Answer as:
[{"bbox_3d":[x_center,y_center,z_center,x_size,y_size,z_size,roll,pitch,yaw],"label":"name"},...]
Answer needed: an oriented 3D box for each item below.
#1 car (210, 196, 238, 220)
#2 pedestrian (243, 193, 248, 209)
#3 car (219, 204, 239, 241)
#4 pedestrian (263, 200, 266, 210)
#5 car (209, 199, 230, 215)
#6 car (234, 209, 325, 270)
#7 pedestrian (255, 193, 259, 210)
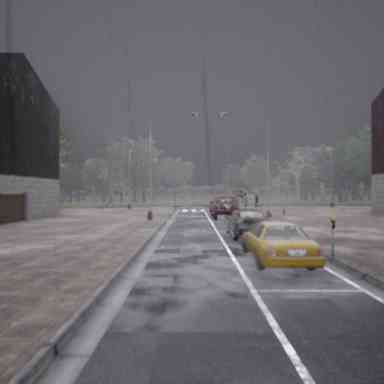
[{"bbox_3d":[2.629,1.218,27.107,2.192,1.841,5.009,0,0,0],"label":"car"},{"bbox_3d":[6.000,1.013,37.285,0.375,1.860,0.375,0,0,0],"label":"pedestrian"},{"bbox_3d":[2.632,1.488,16.016,2.008,1.369,4.403,0,0,0],"label":"car"},{"bbox_3d":[8.001,1.370,36.687,0.500,1.100,0.500,0,0,0],"label":"pedestrian"},{"bbox_3d":[2.628,1.410,32.823,1.752,1.417,4.829,0,0,0],"label":"car"},{"bbox_3d":[2.634,1.480,10.642,1.752,1.417,4.829,0,0,0],"label":"car"},{"bbox_3d":[7.001,1.008,36.085,0.375,1.860,0.375,0,0,0],"label":"pedestrian"}]
